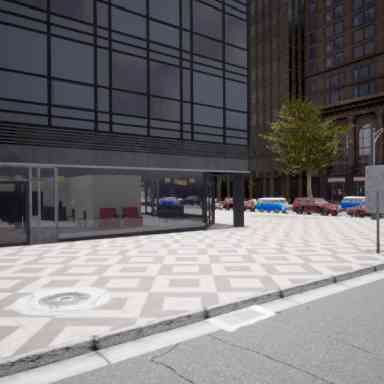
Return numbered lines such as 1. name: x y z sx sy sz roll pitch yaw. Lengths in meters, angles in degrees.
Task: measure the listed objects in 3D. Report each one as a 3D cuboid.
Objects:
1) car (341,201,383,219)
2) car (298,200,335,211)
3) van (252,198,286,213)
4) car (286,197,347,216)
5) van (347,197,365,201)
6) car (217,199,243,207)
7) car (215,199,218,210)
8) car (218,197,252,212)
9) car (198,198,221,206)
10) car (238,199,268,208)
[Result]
1. car: 16.064 1.727 29.820 1.802 1.307 4.206 -1 0 -35
2. car: 16.424 1.736 44.025 1.947 1.339 4.313 -1 0 -35
3. van: 9.476 1.599 39.077 1.690 1.788 3.998 -1 0 -35
4. car: 12.767 1.517 34.448 2.192 1.841 5.009 -1 0 -35
5. van: 19.710 1.456 39.396 1.690 1.788 3.998 -1 0 -35
6. car: 6.551 1.872 57.910 1.887 1.381 4.507 -1 0 -35
7. car: 2.899 1.915 48.336 2.008 1.369 4.403 -1 0 -35
8. car: 6.185 1.627 43.706 2.192 1.841 5.009 -1 0 -35
9. car: 3.260 1.929 62.538 2.008 1.369 4.403 -1 0 -35
10. car: 9.743 1.803 53.420 1.752 1.417 4.829 -1 0 -35
